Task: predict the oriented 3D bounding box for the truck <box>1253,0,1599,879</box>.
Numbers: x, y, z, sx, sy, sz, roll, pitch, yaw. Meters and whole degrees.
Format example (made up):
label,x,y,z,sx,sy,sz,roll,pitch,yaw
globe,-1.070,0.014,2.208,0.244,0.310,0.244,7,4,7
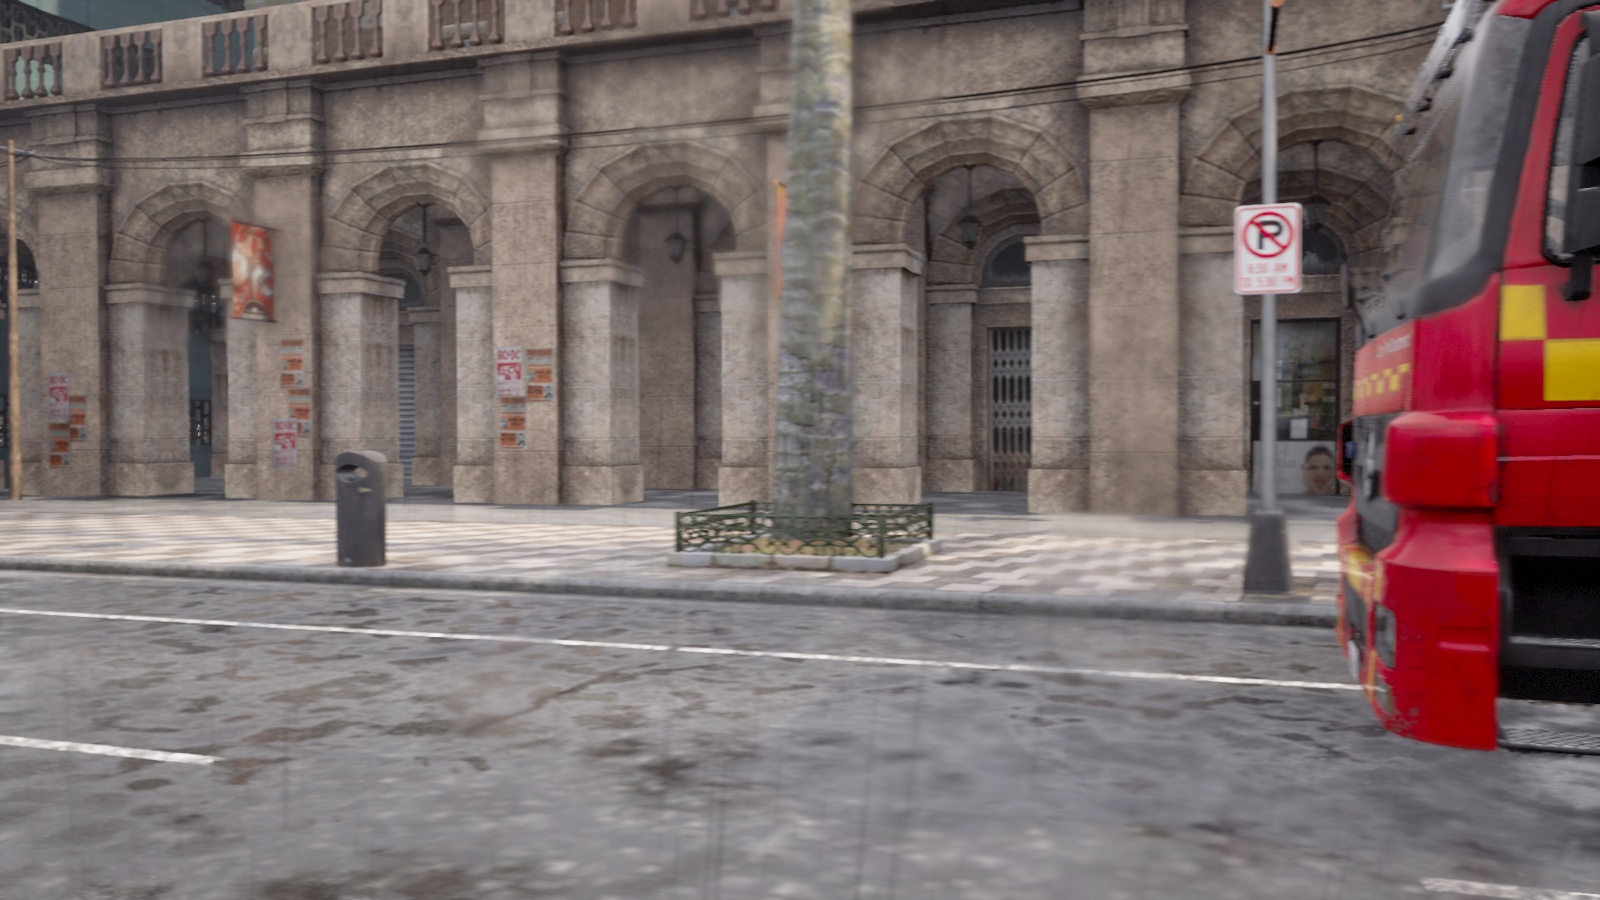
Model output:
label,x,y,z,sx,sy,sz,roll,pitch,yaw
truck,6.261,-0.391,4.759,8.468,3.827,2.891,1,1,19
